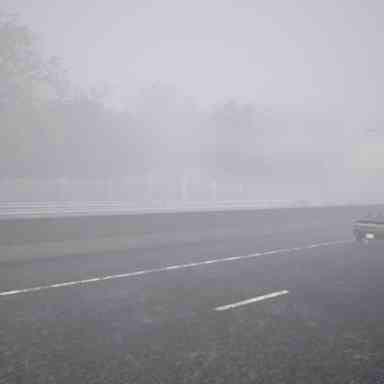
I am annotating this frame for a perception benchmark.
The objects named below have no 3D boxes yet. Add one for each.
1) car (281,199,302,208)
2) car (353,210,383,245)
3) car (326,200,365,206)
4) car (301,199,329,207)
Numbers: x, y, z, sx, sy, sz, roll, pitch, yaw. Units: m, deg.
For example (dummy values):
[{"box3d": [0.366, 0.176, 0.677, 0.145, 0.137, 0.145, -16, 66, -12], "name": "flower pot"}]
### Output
[{"box3d": [12.350, 1.571, 38.578, 4.892, 1.490, 1.837, 0, 0, -35], "name": "car"}, {"box3d": [8.942, 1.518, 14.424, 4.902, 1.511, 2.128, 0, 0, -35], "name": "car"}, {"box3d": [15.496, 1.664, 32.229, 4.718, 1.301, 1.895, 0, 0, -35], "name": "car"}, {"box3d": [14.192, 1.591, 35.582, 4.674, 1.442, 1.812, 0, 0, -36], "name": "car"}]
